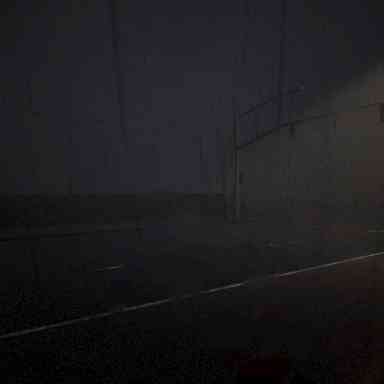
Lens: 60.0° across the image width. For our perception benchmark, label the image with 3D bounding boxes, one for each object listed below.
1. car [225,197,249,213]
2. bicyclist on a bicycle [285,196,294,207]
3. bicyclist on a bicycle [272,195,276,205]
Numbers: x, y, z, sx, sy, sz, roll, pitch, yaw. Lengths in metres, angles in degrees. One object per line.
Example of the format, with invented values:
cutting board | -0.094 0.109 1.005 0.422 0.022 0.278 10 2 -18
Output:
car | 4.059 1.351 36.564 2.097 1.767 4.553 0 0 -35
bicyclist on a bicycle | 14.481 1.453 49.530 1.656 1.620 0.582 0 0 -23
bicyclist on a bicycle | 13.481 1.300 54.438 0.582 1.620 1.656 0 0 21
